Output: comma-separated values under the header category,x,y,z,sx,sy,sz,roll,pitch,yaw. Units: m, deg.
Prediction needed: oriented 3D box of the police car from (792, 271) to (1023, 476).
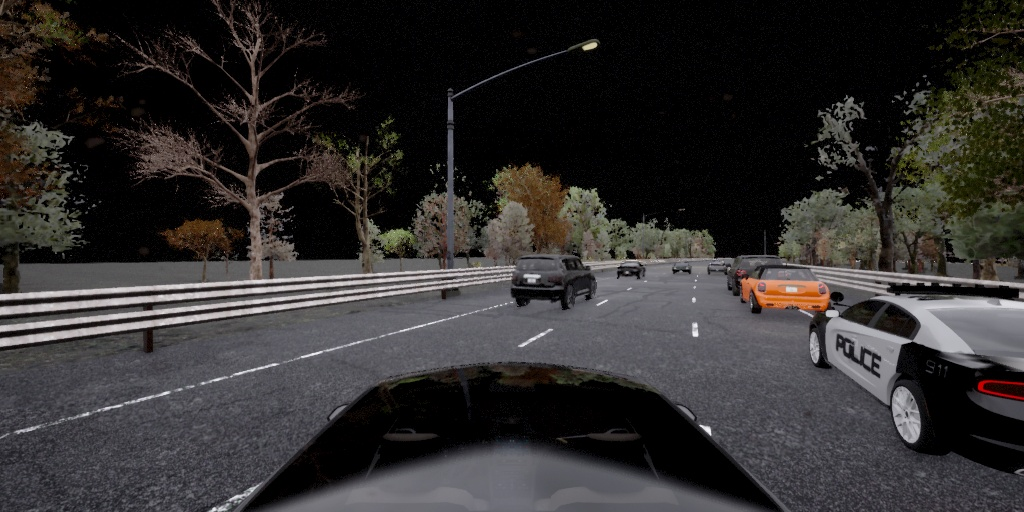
category,x,y,z,sx,sy,sz,roll,pitch,yaw
police car,5.614,1.175,4.707,1.930,1.638,5.238,0,0,26

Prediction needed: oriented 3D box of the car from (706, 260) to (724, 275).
category,x,y,z,sx,sy,sz,roll,pitch,yaw
car,22.503,1.261,39.304,2.128,1.511,4.902,0,0,29

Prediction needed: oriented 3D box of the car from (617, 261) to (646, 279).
category,x,y,z,sx,sy,sz,roll,pitch,yaw
car,10.829,1.237,32.311,1.882,1.535,5.008,0,0,28

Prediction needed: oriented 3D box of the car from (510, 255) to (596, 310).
category,x,y,z,sx,sy,sz,roll,pitch,yaw
car,1.912,0.972,15.102,2.150,2.045,5.566,0,0,27

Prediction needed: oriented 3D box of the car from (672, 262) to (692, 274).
category,x,y,z,sx,sy,sz,roll,pitch,yaw
car,19.393,1.369,40.789,1.895,1.301,4.718,0,0,29

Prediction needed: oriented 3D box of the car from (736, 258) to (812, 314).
category,x,y,z,sx,sy,sz,roll,pitch,yaw
car,9.951,1.102,13.423,2.097,1.767,4.553,0,0,27

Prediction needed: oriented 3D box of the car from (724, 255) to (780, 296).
category,x,y,z,sx,sy,sz,roll,pitch,yaw
car,12.671,0.978,18.754,2.150,2.045,5.566,0,0,27
